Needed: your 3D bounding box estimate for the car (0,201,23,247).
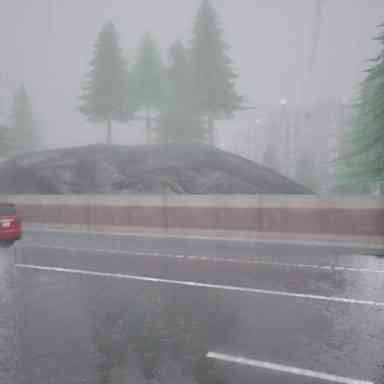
[{"bbox_3d":[-10.068,1.421,14.566,5.566,2.045,2.150,0,-1,21],"label":"car"}]
